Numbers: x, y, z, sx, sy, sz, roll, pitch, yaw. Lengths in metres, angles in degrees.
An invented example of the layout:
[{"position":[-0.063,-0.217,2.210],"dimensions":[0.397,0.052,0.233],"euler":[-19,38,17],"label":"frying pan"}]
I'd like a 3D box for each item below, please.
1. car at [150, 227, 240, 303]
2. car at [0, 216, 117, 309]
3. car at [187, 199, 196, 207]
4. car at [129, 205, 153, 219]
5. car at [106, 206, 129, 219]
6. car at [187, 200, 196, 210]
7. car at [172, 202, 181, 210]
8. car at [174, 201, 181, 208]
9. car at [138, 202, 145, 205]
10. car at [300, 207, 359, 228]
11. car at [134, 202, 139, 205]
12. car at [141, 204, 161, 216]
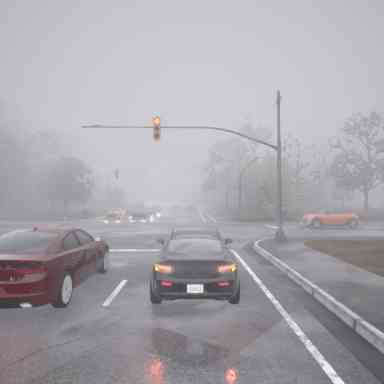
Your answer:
[{"position":[0.065,1.606,8.255],"dimensions":[1.812,1.442,4.674],"euler":[0,-1,0],"label":"car"},{"position":[-3.432,1.556,8.110],"dimensions":[1.882,1.535,5.008],"euler":[0,-1,0],"label":"car"},{"position":[-0.253,2.890,87.001],"dimensions":[2.097,1.767,4.553],"euler":[0,0,-4],"label":"car"},{"position":[-7.173,3.034,47.162],"dimensions":[1.882,1.535,5.008],"euler":[0,-2,1],"label":"car"},{"position":[-10.684,3.030,47.027],"dimensions":[1.882,1.535,5.008],"euler":[0,-2,0],"label":"car"},{"position":[-0.142,3.301,77.266],"dimensions":[1.994,1.385,4.181],"euler":[0,0,0],"label":"car"},{"position":[-3.642,3.353,76.965],"dimensions":[1.895,1.301,4.718],"euler":[0,0,0],"label":"car"},{"position":[-3.761,3.223,86.876],"dimensions":[1.812,1.442,4.674],"euler":[0,0,-4],"label":"car"},{"position":[-10.644,3.035,66.545],"dimensions":[2.150,2.045,5.566],"euler":[0,0,0],"label":"car"},{"position":[11.757,2.162,28.653],"dimensions":[4.553,1.767,2.097],"euler":[0,-3,-2],"label":"car"},{"position":[-10.687,3.103,55.886],"dimensions":[2.097,1.767,4.553],"euler":[0,-1,0],"label":"car"},{"position":[-7.188,3.264,57.491],"dimensions":[2.128,1.511,4.902],"euler":[0,-1,0],"label":"car"}]
